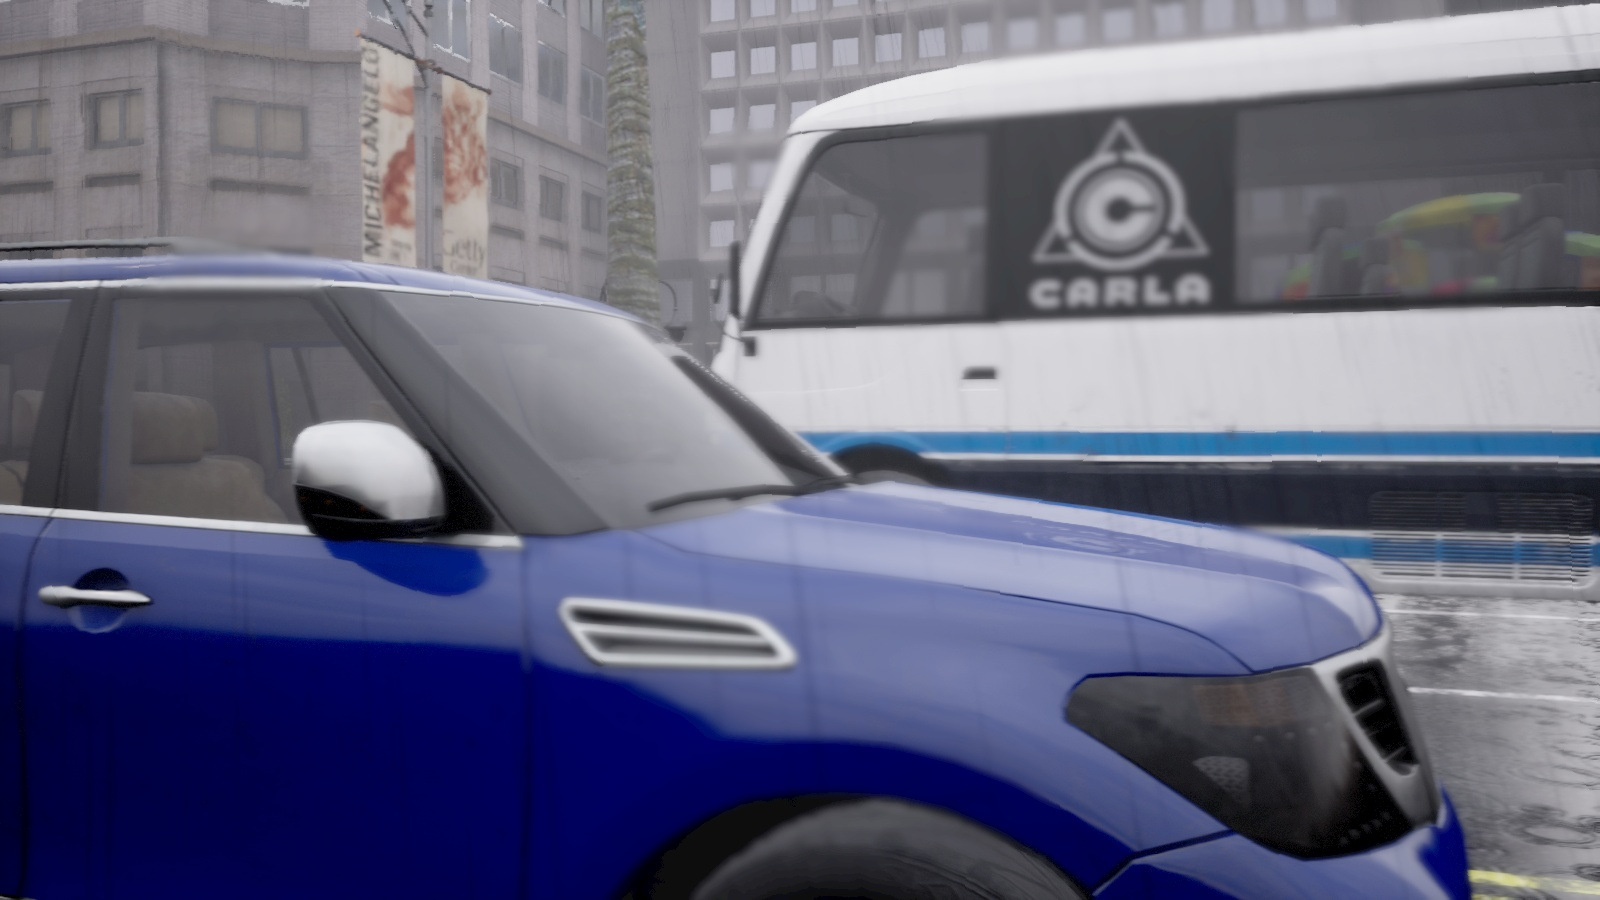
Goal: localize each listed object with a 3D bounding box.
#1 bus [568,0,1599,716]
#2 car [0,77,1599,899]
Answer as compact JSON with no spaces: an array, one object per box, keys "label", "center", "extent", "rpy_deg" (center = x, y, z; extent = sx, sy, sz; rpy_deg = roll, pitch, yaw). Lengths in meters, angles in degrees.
[{"label":"bus","center":[3.831,-0.686,9.266],"extent":[10.273,4.253,3.944],"rpy_deg":[1,1,19]},{"label":"car","center":[-1.229,0.477,3.602],"extent":[5.566,2.045,2.150],"rpy_deg":[1,1,19]}]
